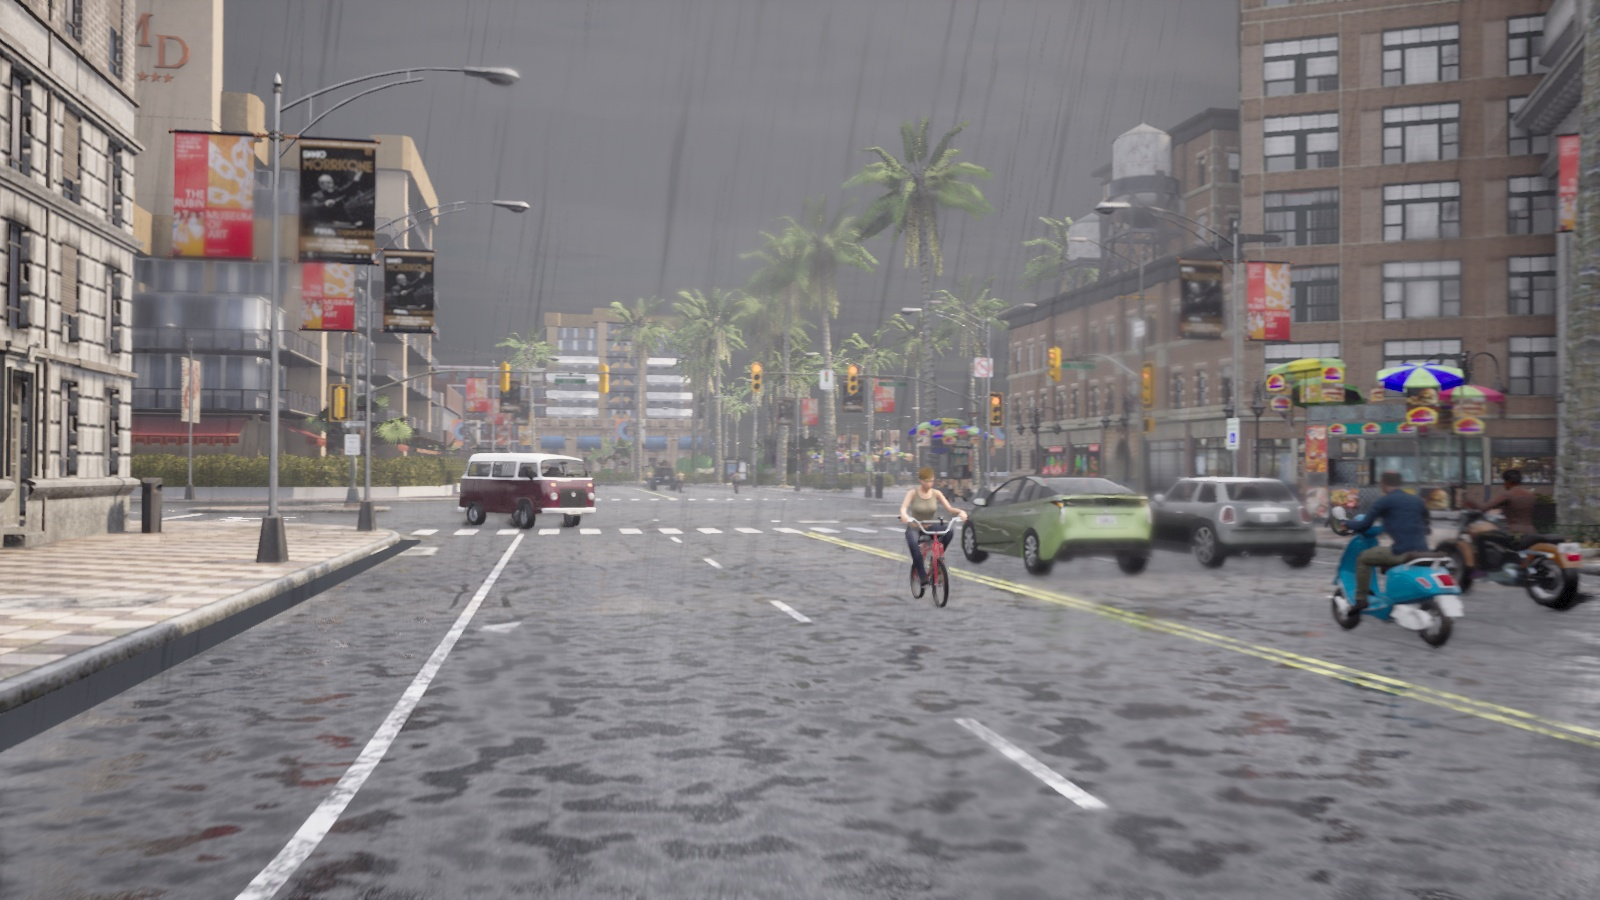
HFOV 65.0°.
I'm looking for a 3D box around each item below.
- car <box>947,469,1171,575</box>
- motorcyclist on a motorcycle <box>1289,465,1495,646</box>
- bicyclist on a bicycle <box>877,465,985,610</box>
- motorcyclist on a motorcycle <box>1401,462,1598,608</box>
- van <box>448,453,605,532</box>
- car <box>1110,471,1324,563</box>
[{"bbox_3d":[4.061,1.086,20.555,2.007,1.525,4.514,0,-1,-11],"label":"car"},{"bbox_3d":[5.595,0.942,12.014,0.866,1.590,1.817,0,-1,-10],"label":"motorcyclist on a motorcycle"},{"bbox_3d":[1.517,0.992,14.830,0.866,1.612,1.509,0,-1,-10],"label":"bicyclist on a bicycle"},{"bbox_3d":[8.519,0.981,15.443,0.766,1.649,2.350,0,-1,-11],"label":"motorcyclist on a motorcycle"},{"bbox_3d":[-7.612,1.158,34.770,4.480,2.038,2.069,-1,-2,43],"label":"van"},{"bbox_3d":[7.247,1.117,22.245,1.970,1.475,3.806,0,-1,-11],"label":"car"}]
